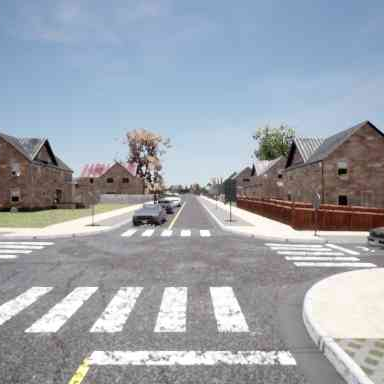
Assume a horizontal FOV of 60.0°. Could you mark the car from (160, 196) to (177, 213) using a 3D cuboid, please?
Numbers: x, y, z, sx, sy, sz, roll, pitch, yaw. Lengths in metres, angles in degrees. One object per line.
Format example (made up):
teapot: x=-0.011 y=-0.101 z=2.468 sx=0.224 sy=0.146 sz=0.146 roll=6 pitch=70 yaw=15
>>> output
car: x=-2.886 y=1.516 z=34.911 sx=1.837 sy=1.490 sz=4.892 roll=0 pitch=0 yaw=0

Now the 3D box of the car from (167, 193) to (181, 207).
car: x=-2.879 y=1.234 z=50.325 sx=2.150 sy=2.045 sz=5.566 roll=0 pitch=0 yaw=1

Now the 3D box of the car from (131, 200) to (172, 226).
car: x=-2.939 y=1.556 z=24.054 sx=2.033 sy=1.411 sz=5.357 roll=0 pitch=0 yaw=2

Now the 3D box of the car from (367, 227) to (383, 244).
car: x=10.436 y=1.723 z=14.047 sx=5.357 sy=1.411 sz=2.033 roll=1 pitch=-1 yaw=-1
